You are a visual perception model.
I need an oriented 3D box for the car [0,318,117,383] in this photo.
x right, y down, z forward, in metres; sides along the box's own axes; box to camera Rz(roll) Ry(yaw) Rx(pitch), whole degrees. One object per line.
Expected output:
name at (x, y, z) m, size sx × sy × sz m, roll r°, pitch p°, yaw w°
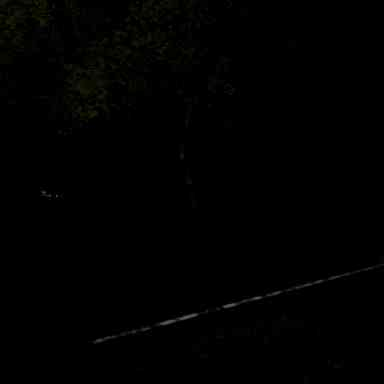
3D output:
car at (-2.736, 1.604, 1.795) m, size 4.718 × 1.301 × 1.895 m, roll 0°, pitch 0°, yaw -35°
